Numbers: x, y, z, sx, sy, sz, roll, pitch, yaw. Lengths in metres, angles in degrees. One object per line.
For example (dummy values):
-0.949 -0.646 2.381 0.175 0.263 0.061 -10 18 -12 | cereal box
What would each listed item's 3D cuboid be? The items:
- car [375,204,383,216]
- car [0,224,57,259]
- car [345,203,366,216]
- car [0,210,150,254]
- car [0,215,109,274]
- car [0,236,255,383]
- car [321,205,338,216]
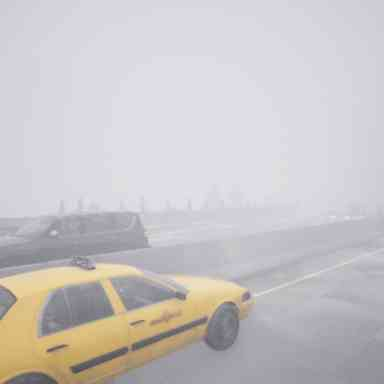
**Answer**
23.901 2.280 41.032 2.128 1.511 4.902 -2 -2 32 | car
-8.866 2.278 15.078 4.718 1.301 1.895 1 -3 -44 | car
21.774 2.289 44.276 2.097 1.767 4.553 -2 -2 31 | car
-3.859 1.638 10.211 5.566 2.045 2.150 1 -3 -44 | car
-5.873 1.904 13.130 4.553 1.767 2.097 1 -3 -44 | car
-1.222 1.638 4.570 5.366 1.575 1.801 1 -3 -44 | car
19.682 2.609 47.479 1.812 1.442 4.674 -2 -2 30 | car
